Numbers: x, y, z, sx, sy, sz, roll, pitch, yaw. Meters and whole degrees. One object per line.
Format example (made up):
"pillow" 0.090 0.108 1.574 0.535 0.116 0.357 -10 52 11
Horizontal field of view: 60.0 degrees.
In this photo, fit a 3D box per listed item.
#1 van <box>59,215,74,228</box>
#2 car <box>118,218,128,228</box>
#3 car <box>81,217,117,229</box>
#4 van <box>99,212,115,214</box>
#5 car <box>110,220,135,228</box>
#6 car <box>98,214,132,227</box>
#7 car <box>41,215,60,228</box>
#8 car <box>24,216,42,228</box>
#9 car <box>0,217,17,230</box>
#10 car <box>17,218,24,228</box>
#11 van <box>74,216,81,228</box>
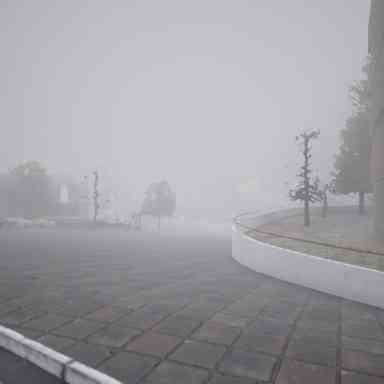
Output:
"van" -21.673 4.631 52.412 4.442 1.987 1.878 0 -6 5
"car" -13.565 5.680 57.917 1.895 1.301 4.718 -1 -6 25
"car" -13.511 4.774 48.849 1.812 1.442 4.674 -1 -6 24
"van" -23.454 7.323 92.576 1.878 1.987 4.442 0 1 10
"car" -14.257 6.586 68.800 4.674 1.452 2.002 0 -5 5
"car" -15.531 6.014 66.091 5.566 2.045 2.435 0 -5 5
"car" -23.236 4.569 49.674 5.366 1.575 1.946 0 -5 5
"car" -24.313 4.331 46.922 4.674 1.452 2.002 0 -6 5
"car" -22.856 3.476 37.436 1.837 1.490 4.892 -1 -6 24
"car" -25.556 4.049 44.174 4.674 1.452 2.002 0 -5 5
"van" -20.416 4.914 55.152 4.442 1.987 1.878 0 -6 5
